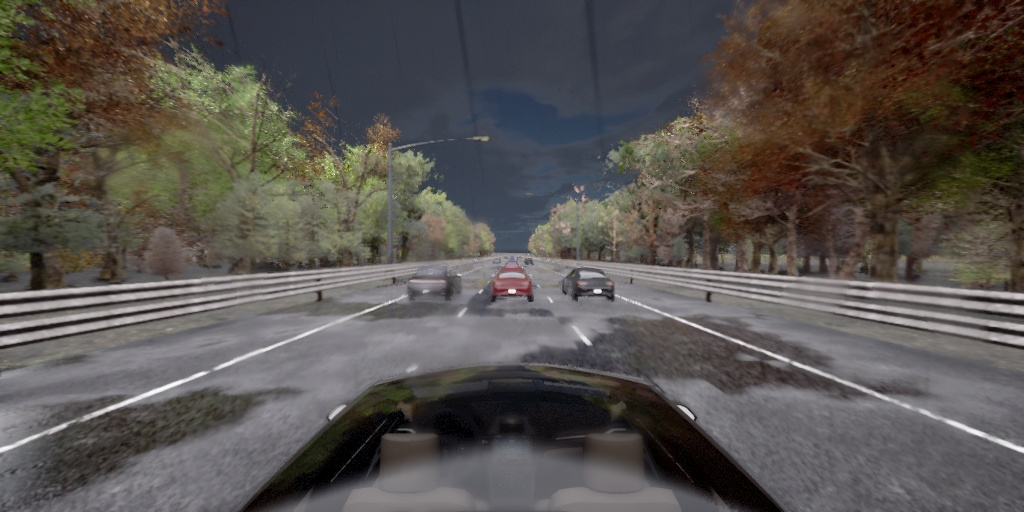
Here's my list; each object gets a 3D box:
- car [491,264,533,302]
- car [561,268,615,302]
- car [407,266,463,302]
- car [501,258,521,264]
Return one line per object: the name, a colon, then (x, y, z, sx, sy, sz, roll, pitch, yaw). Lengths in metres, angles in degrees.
car: (0.003, 1.271, 16.980, 1.812, 1.442, 4.674, 0, 0, 0)
car: (3.503, 1.271, 16.979, 1.812, 1.442, 4.674, 0, 0, 0)
car: (-3.498, 1.236, 16.990, 2.128, 1.511, 4.902, 0, 0, 0)
car: (0.006, 1.290, 44.019, 1.994, 1.385, 4.181, 0, 0, 0)
